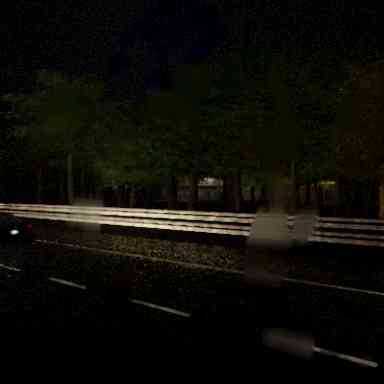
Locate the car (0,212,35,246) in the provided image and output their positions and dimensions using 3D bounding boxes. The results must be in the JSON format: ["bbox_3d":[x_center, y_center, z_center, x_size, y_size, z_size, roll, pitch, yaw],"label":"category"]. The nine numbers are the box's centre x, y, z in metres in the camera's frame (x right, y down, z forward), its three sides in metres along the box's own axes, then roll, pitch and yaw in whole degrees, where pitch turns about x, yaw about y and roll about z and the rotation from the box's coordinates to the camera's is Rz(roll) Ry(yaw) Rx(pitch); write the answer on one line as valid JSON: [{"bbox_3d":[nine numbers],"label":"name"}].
[{"bbox_3d":[-8.651,1.569,14.345,4.181,1.385,1.994,0,0,36],"label":"car"}]
